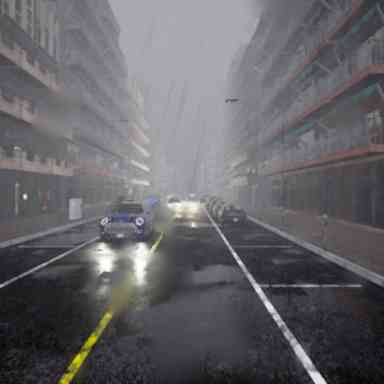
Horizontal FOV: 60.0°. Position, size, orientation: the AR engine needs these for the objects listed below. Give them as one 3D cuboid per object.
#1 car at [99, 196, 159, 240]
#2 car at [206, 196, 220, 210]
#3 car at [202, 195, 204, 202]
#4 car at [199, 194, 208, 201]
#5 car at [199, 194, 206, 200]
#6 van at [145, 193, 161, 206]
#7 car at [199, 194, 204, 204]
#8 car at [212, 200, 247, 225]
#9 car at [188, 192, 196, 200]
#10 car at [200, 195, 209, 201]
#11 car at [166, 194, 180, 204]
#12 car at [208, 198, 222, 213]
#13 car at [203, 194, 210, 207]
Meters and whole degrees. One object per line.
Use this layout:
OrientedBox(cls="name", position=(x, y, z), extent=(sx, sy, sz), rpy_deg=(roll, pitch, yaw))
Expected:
OrientedBox(cls="car", position=(-3.096, 1.286, 16.630), extent=(2.097, 1.767, 4.553), rpy_deg=(0, 0, 0))
OrientedBox(cls="car", position=(2.696, 1.410, 34.076), extent=(1.887, 1.381, 4.507), rpy_deg=(0, 0, 0))
OrientedBox(cls="car", position=(2.697, 1.408, 45.400), extent=(1.802, 1.307, 4.206), rpy_deg=(0, 0, 0))
OrientedBox(cls="car", position=(2.702, 1.306, 79.372), extent=(1.887, 1.381, 4.507), rpy_deg=(0, 0, 0))
OrientedBox(cls="car", position=(2.703, 1.279, 85.200), extent=(1.752, 1.417, 4.829), rpy_deg=(0, 0, 0))
OrientedBox(cls="van", position=(-5.683, 1.167, 45.422), extent=(1.690, 1.788, 3.998), rpy_deg=(0, 0, 0))
OrientedBox(cls="car", position=(2.398, 1.150, 58.316), extent=(2.097, 1.767, 4.553), rpy_deg=(0, 0, 0))
OrientedBox(cls="car", position=(2.694, 1.461, 22.751), extent=(2.008, 1.369, 4.403), rpy_deg=(0, 0, 0))
OrientedBox(cls="car", position=(0.014, 1.184, 76.802), extent=(2.033, 1.411, 5.357), rpy_deg=(0, 0, 0))
OrientedBox(cls="car", position=(2.702, 1.315, 73.706), extent=(1.887, 1.381, 4.507), rpy_deg=(0, 0, 0))
OrientedBox(cls="car", position=(-3.032, 1.399, 57.909), extent=(1.895, 1.301, 4.718), rpy_deg=(0, 0, 1))
OrientedBox(cls="car", position=(2.696, 1.438, 28.413), extent=(2.008, 1.369, 4.403), rpy_deg=(0, 0, 0))
OrientedBox(cls="car", position=(2.697, 1.285, 39.736), extent=(1.967, 1.590, 4.097), rpy_deg=(0, 0, 0))
